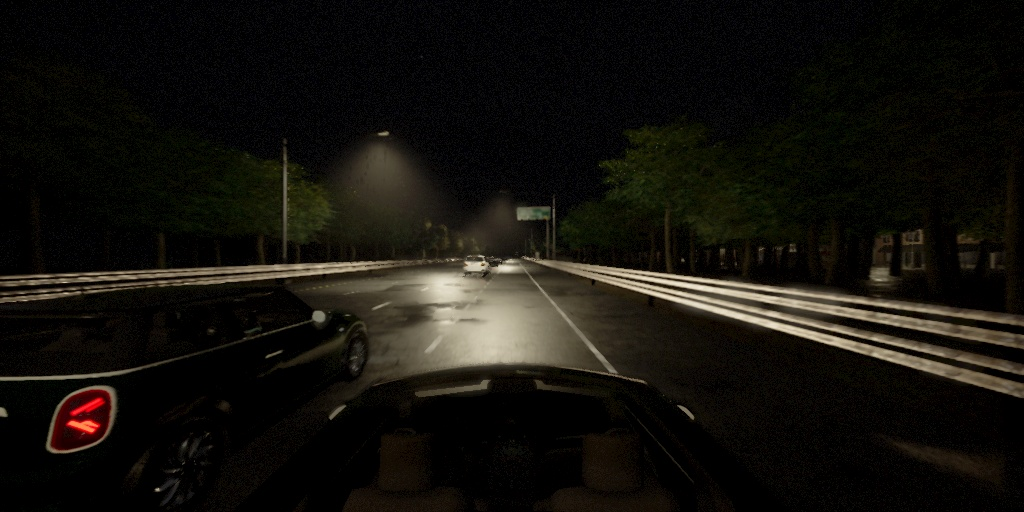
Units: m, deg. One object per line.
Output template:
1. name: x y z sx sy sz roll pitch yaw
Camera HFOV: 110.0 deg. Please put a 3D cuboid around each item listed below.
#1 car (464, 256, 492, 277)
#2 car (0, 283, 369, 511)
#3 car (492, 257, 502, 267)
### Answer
1. car: -3.458 0.977 35.640 2.150 2.045 5.566 0 0 0
2. car: -3.502 1.101 4.338 2.097 1.767 4.553 0 0 0
3. car: -3.334 1.228 63.670 2.128 1.511 4.902 0 0 0
